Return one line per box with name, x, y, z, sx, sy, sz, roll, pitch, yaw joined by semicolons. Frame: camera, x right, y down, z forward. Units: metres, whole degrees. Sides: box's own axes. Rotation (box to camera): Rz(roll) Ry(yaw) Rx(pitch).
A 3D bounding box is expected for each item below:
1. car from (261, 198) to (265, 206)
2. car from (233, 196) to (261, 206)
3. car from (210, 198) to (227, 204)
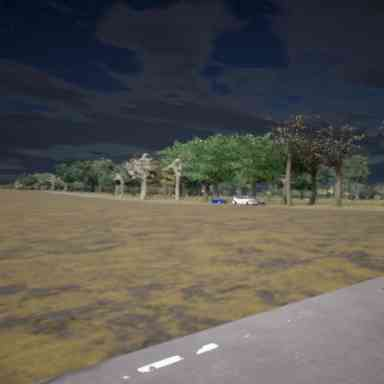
car;12.974;2.024;68.941;2.097;1.767;4.553;3;-2;-35
car;10.509;1.781;66.367;2.150;2.045;5.566;3;-2;-35
car;6.191;2.085;78.471;1.882;1.535;5.008;3;-2;-35
